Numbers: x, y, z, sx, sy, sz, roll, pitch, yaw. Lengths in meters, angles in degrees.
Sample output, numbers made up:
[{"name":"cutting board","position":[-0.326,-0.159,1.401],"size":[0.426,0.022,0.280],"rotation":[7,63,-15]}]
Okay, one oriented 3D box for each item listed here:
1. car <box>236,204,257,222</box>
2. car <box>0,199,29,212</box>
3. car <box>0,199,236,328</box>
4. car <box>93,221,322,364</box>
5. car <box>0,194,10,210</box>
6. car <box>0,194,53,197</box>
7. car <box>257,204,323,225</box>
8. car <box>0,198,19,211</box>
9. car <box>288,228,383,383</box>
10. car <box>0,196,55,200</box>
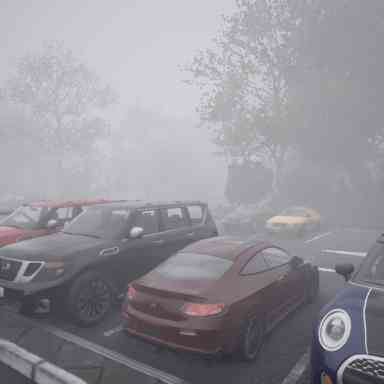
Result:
[{"name":"car","position":[3.583,1.486,20.071],"size":[2.231,1.521,4.892],"rotation":[0,0,36]},{"name":"car","position":[-21.476,1.535,37.967],"size":[2.002,1.452,4.674],"rotation":[0,0,36]},{"name":"car","position":[-1.459,1.232,7.556],"size":[2.435,2.045,5.566],"rotation":[0,0,36]},{"name":"car","position":[0.837,1.522,5.947],"size":[2.002,1.452,4.674],"rotation":[0,0,36]},{"name":"car","position":[-25.923,1.254,41.114],"size":[2.435,2.045,5.566],"rotation":[0,0,36]},{"name":"car","position":[-16.959,1.241,34.708],"size":[2.435,2.045,5.566],"rotation":[0,0,36]},{"name":"car","position":[5.731,1.481,18.301],"size":[1.946,1.575,5.366],"rotation":[0,0,36]},{"name":"car","position":[-23.642,1.500,39.512],"size":[2.097,1.535,5.008],"rotation":[0,0,36]},{"name":"car","position":[3.138,1.356,4.345],"size":[2.185,1.767,4.553],"rotation":[0,0,36]},{"name":"car","position":[-3.739,1.232,9.186],"size":[2.435,2.045,5.566],"rotation":[0,0,36]}]
